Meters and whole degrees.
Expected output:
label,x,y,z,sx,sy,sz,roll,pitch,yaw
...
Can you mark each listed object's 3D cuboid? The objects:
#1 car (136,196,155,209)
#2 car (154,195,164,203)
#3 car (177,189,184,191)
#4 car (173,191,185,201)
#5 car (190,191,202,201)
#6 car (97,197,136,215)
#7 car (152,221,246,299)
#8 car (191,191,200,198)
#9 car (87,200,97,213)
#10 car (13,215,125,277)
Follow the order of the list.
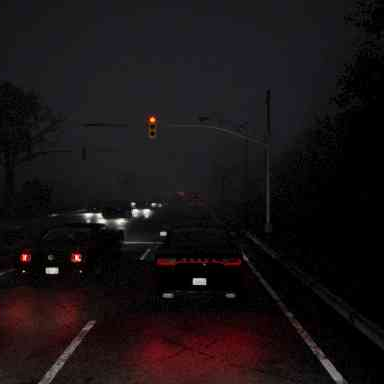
label,x,y,z,sx,sy,sz,roll,pitch,yaw
car,-6.649,1.601,45.620,1.895,1.301,4.718,0,0,1
car,-6.411,1.299,62.639,1.994,1.385,4.181,0,3,1
car,-2.689,0.173,77.247,2.097,1.767,4.553,0,3,1
car,-2.808,1.070,66.869,2.033,1.411,5.357,0,3,1
car,0.792,0.738,66.938,2.150,2.045,5.566,0,3,1
car,-6.822,1.478,30.625,1.882,1.535,5.008,0,0,1
car,0.153,1.478,8.522,1.882,1.535,5.008,0,0,0
car,0.815,0.561,77.603,1.895,1.301,4.718,0,3,1
car,-10.246,1.564,37.068,1.994,1.385,4.181,0,0,1
car,-3.373,1.601,10.199,1.895,1.301,4.718,0,0,-1
